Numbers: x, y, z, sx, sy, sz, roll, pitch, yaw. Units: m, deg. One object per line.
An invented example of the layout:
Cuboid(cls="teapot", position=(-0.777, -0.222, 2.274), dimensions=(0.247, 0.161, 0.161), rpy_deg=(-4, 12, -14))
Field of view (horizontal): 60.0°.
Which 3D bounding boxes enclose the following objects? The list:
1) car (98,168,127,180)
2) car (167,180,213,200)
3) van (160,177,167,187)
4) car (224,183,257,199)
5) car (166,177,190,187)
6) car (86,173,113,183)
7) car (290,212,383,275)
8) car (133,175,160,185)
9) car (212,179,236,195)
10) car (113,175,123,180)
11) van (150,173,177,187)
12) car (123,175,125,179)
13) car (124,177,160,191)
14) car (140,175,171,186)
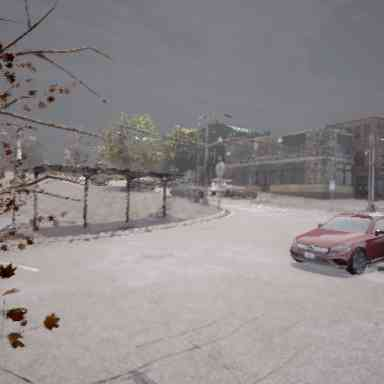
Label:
Cuboid(cls="car", position=(-16.886, -3.817, 70.870), dimensions=(2.435, 2.045, 5.566), rpy_deg=(7, 3, 33))
Cuboid(cls="car", position=(-0.319, -0.067, 33.108), dimensions=(1.994, 1.385, 4.181), rpy_deg=(2, 4, -37))
Cuboid(cls="van", position=(-2.746, -1.591, 51.335), dimensions=(1.878, 1.987, 4.442), rpy_deg=(7, 4, 34))
Cuboid(cls="car", position=(6.105, 0.048, 39.253), dimensions=(2.002, 1.452, 4.674), rpy_deg=(7, 3, 34))
Cuboid(cls="car", position=(-0.949, -1.090, 49.002), dimensions=(2.231, 1.521, 4.892), rpy_deg=(7, 3, 34))
Cuboid(cls="car", position=(-14.846, -2.271, 52.820), dimensions=(1.895, 1.301, 4.718), rpy_deg=(2, 4, -36))
Cuboid(cls="car", position=(4.989, 1.369, 9.995), dimensions=(4.674, 1.442, 1.812), rpy_deg=(-1, 1, -34))
Cuboid(cls="car", position=(-7.997, -2.150, 58.777), dimensions=(2.002, 1.452, 4.674), rpy_deg=(7, 3, 34))
Cuboid(cls="car", position=(4.376, -0.517, 41.698), dimensions=(2.435, 2.045, 5.566), rpy_deg=(7, 3, 34))
Cuboid(cls="car", position=(-15.000, -3.292, 68.640), dimensions=(1.946, 1.575, 5.366), rpy_deg=(7, 3, 33))
Cuboid(cls="van", position=(-4.513, -1.866, 53.779), dimensions=(1.878, 1.987, 4.442), rpy_deg=(7, 3, 34))
Cuboid(cls="car", position=(-9.778, -2.426, 61.211), dimensions=(2.002, 1.452, 4.674), rpy_deg=(7, 3, 34))
Cuboid(cls="car", position=(-6.255, -0.981, 41.138), dimensions=(1.994, 1.385, 4.181), rpy_deg=(2, 4, -37))
Cuboid(cls="car", position=(-6.130, -1.917, 56.486), dimensions=(1.946, 1.575, 5.366), rpy_deg=(7, 3, 34))
